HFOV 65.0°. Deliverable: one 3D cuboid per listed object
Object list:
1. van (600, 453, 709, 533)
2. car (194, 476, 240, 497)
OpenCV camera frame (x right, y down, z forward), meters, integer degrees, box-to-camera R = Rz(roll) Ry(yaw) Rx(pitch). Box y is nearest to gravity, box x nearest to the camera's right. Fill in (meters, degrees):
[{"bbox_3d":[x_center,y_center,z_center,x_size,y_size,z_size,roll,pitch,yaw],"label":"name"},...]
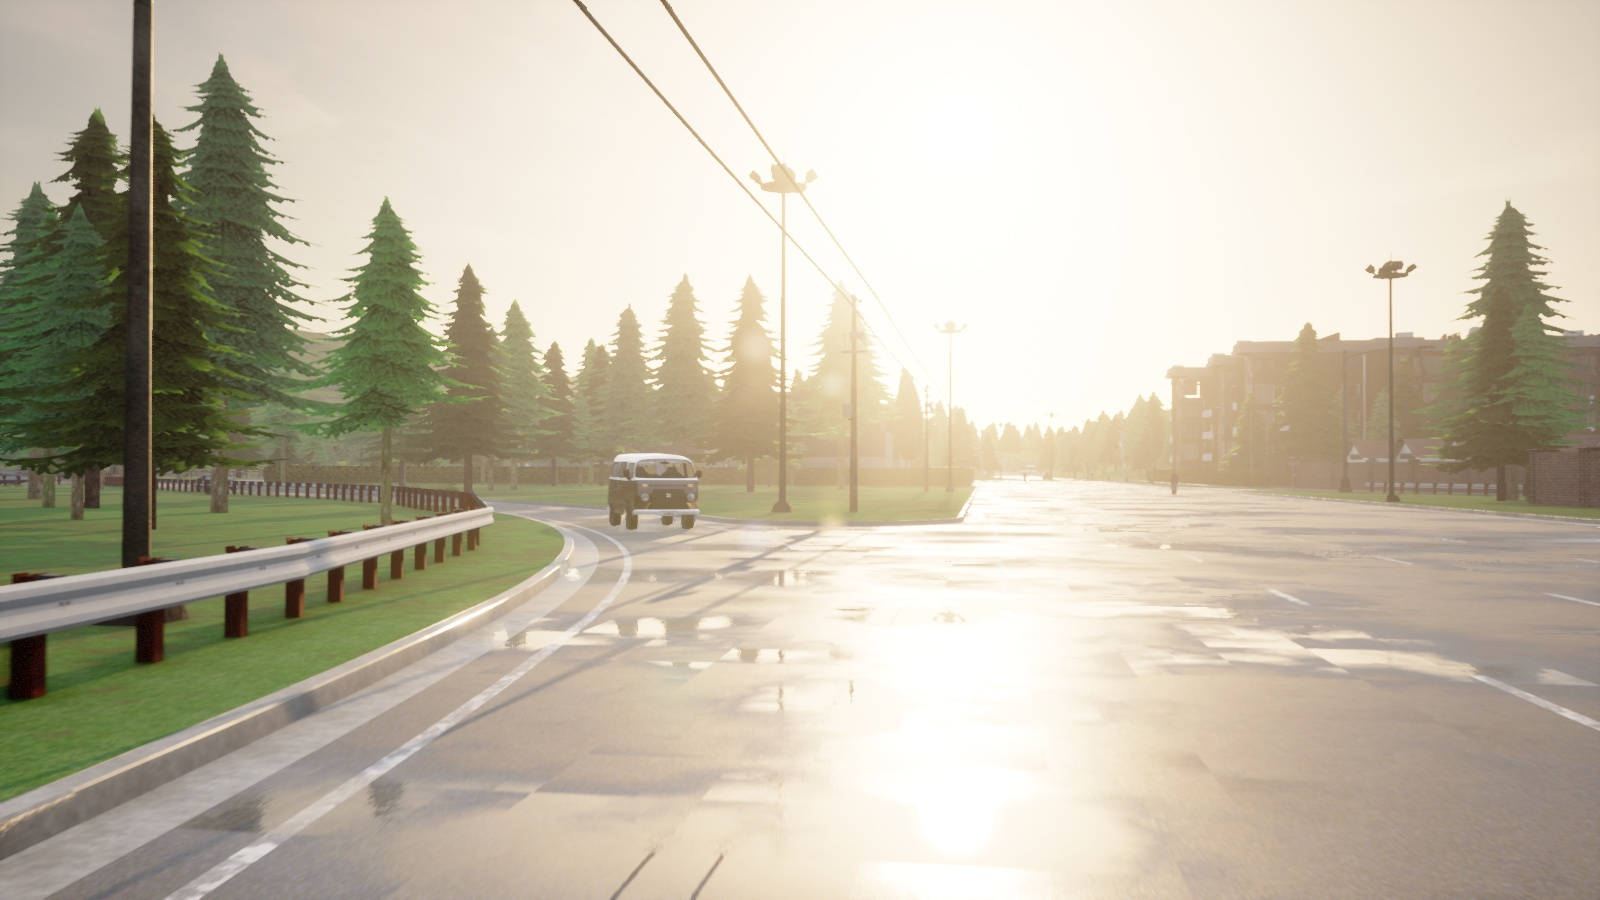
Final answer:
[{"bbox_3d":[-4.041,1.130,34.176,2.069,2.038,4.480,0,-1,-19],"label":"van"},{"bbox_3d":[-40.613,2.521,87.420,1.994,1.385,4.181,1,-1,-38],"label":"car"}]
